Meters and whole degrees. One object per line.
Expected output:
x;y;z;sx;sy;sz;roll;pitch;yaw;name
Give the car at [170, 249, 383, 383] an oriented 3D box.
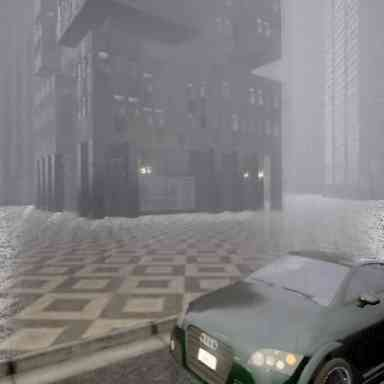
1.791;1.567;4.638;4.181;1.385;1.994;0;0;-35;car
